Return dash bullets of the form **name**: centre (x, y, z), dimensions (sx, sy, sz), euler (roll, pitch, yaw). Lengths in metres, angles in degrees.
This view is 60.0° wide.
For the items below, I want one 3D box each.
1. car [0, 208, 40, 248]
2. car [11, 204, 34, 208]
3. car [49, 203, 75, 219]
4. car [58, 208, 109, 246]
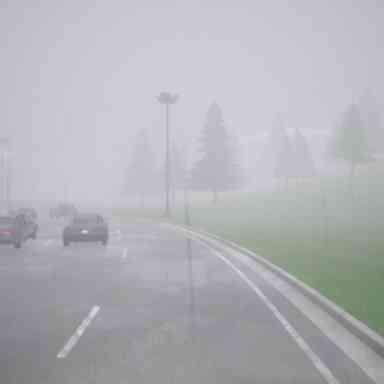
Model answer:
- **car**: centre (-8.470, 1.694, 15.297), dimensions (2.033, 1.411, 5.357), euler (0, -1, -14)
- **car**: centre (-15.715, 1.820, 30.904), dimensions (1.812, 1.442, 4.674), euler (0, -1, -36)
- **car**: centre (-12.788, 1.819, 32.860), dimensions (1.837, 1.490, 4.892), euler (0, 0, -35)
- **car**: centre (-5.149, 1.720, 16.440), dimensions (1.994, 1.385, 4.181), euler (0, -1, -14)
